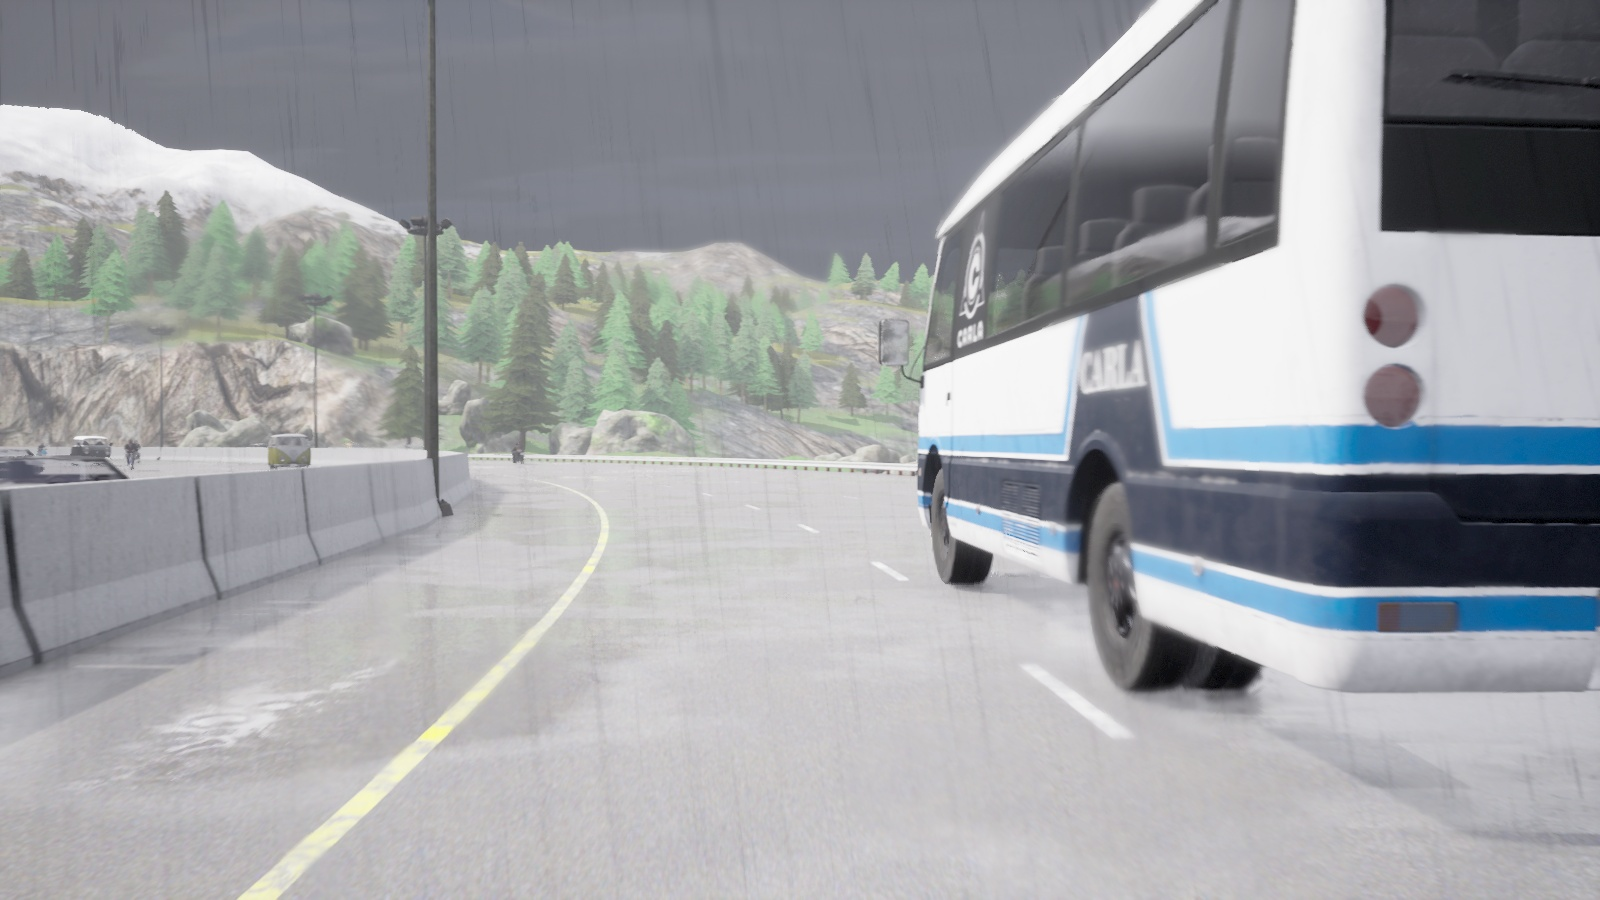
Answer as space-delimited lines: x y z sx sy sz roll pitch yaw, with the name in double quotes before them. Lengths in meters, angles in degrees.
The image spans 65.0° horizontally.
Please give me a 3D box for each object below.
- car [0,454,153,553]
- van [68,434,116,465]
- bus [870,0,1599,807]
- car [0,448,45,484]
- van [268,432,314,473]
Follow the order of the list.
"car" -11.849 0.733 19.351 1.895 1.301 4.718 0 0 -8
"van" -47.604 -0.023 84.397 2.069 2.038 4.480 0 0 -39
"bus" 3.181 -0.687 10.352 3.944 4.253 10.273 1 0 -4
"car" -29.949 0.568 47.222 1.895 1.301 4.718 0 0 -21
"van" -25.765 0.131 63.475 1.775 1.987 4.442 0 0 -27
